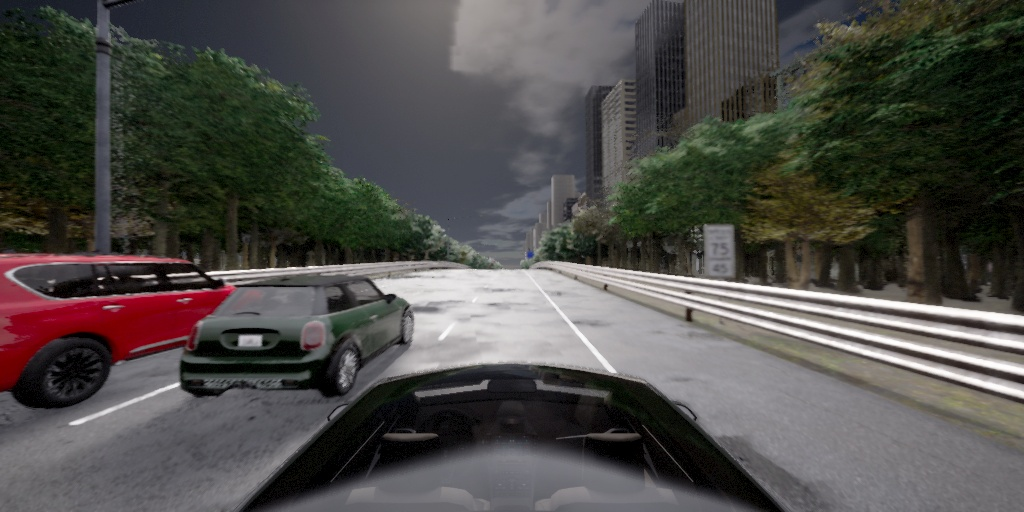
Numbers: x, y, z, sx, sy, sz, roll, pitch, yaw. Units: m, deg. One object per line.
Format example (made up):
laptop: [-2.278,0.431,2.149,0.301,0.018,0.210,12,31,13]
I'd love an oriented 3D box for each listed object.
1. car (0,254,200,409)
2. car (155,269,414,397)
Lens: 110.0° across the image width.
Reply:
car: [-6.896,0.993,6.329,2.150,2.045,5.566,0,0,0]
car: [-3.396,1.125,6.781,2.097,1.767,4.553,0,0,0]
